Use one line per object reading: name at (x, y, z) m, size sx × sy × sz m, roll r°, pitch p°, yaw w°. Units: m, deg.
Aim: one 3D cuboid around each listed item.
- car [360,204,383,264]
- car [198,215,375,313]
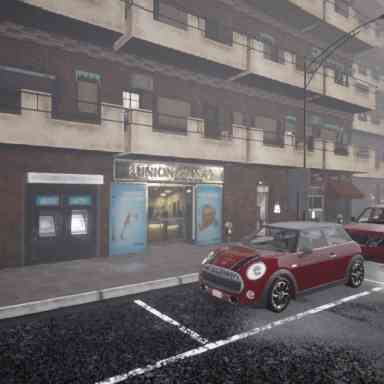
car at (6.607, 1.321, 10.827) m, size 5.009 × 1.841 × 2.192 m, roll 0°, pitch 0°, yaw -36°
car at (2.105, 1.442, 7.605) m, size 4.097 × 1.590 × 1.967 m, roll 0°, pitch 0°, yaw -36°
